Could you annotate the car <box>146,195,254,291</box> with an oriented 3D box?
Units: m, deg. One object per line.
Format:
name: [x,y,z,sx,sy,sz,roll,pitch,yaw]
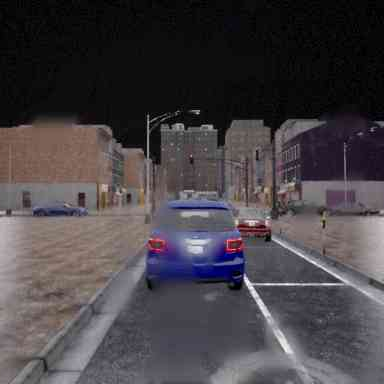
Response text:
car: [0.052,1.230,9.201,2.150,2.045,5.566,0,0,-1]

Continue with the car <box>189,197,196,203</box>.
car: [0.115,1.969,84.379,1.837,1.490,4.892,0,-1,0]

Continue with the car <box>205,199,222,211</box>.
car: [2.714,1.683,43.554,1.947,1.339,4.313,1,0,0]

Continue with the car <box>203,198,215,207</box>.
car: [2.729,1.716,54.597,1.752,1.417,4.829,1,0,0]

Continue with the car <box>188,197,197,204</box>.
car: [0.102,1.889,74.231,2.128,1.511,4.902,0,-1,0]

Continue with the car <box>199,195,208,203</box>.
car: [2.769,1.755,81.618,2.192,1.841,5.009,1,-1,0]

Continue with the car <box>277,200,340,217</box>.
car: [9.633,1.459,28.710,5.008,1.535,1.882,0,-2,0]

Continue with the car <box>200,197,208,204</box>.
car: [2.758,1.910,76.348,1.752,1.417,4.829,1,-1,0]

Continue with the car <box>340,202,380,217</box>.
car: [14.756,1.621,31.585,5.357,1.411,2.033,0,-2,3]

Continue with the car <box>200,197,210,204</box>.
car: [2.751,1.857,70.910,1.752,1.417,4.829,1,-1,0]

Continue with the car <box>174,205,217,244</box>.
car: [0.118,1.499,16.994,1.882,1.535,5.008,0,0,-1]

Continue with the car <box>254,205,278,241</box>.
car: [2.683,1.462,16.807,1.967,1.590,4.097,2,0,0]

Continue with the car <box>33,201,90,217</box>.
car: [-11.324,1.549,28.882,4.674,1.442,1.812,0,-2,0]

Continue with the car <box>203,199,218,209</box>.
car: [2.720,1.717,48.991,1.947,1.339,4.313,1,0,0]

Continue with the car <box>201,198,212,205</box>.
car: [2.742,1.846,65.303,1.947,1.339,4.313,1,-1,0]
